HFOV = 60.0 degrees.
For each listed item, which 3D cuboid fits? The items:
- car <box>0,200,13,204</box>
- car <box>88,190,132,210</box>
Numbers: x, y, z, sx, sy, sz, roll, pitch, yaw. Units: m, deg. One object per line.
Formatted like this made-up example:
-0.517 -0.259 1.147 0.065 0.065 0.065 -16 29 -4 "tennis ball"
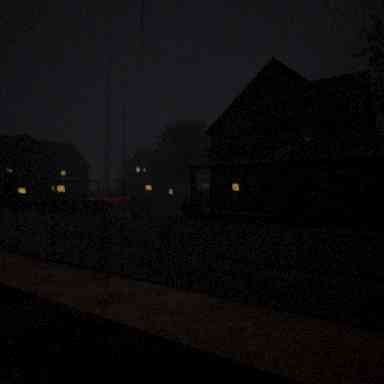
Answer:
-14.556 1.193 22.649 1.812 1.442 4.674 1 2 35 "car"
-7.865 0.747 32.047 2.097 1.767 4.553 1 2 35 "car"
